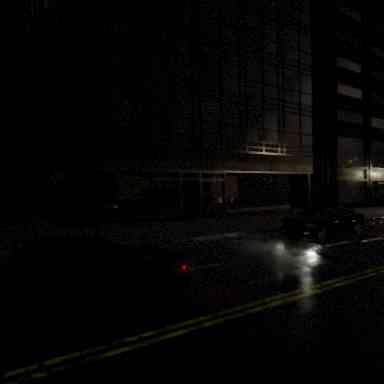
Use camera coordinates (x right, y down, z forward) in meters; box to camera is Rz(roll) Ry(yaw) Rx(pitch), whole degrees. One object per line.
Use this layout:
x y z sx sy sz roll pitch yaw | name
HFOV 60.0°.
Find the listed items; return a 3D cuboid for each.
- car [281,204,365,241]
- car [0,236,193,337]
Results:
6.477 1.378 16.274 5.008 1.535 1.882 -1 0 -35 | car
-2.553 1.540 5.849 5.357 1.411 2.033 0 0 -35 | car
